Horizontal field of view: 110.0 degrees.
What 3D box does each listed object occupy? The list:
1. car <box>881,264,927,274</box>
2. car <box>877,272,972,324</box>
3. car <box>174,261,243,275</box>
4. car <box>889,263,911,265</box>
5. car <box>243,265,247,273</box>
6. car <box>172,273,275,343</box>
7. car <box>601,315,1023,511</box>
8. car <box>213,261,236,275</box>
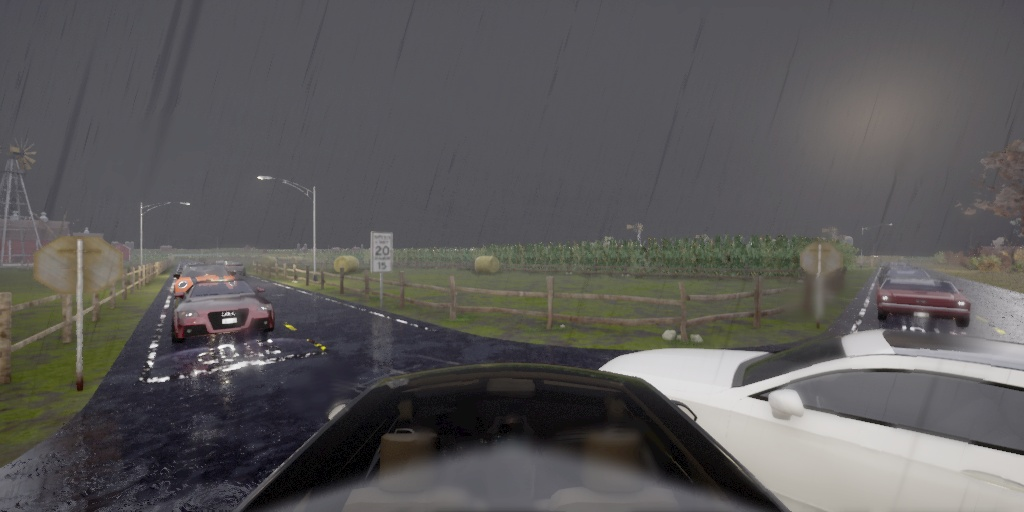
[{"bbox_3d":[20.316,1.361,18.470,5.357,1.411,2.033,0,1,-44],"label":"car"},{"bbox_3d":[13.342,1.396,11.797,4.718,1.301,1.895,0,1,-44],"label":"car"},{"bbox_3d":[-13.967,1.155,16.380,2.097,1.767,4.553,0,0,-43],"label":"car"},{"bbox_3d":[26.972,1.399,24.829,4.181,1.385,1.994,0,1,-44],"label":"car"},{"bbox_3d":[-27.531,1.315,35.399,2.128,1.511,4.902,0,0,-42],"label":"car"},{"bbox_3d":[-8.091,1.363,9.987,1.994,1.385,4.181,0,0,-43],"label":"car"},{"bbox_3d":[2.805,1.292,2.569,1.812,1.442,4.674,0,1,-45],"label":"car"},{"bbox_3d":[-34.368,1.344,42.752,1.837,1.490,4.892,0,0,-42],"label":"car"}]
